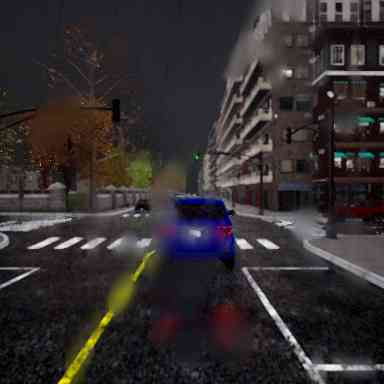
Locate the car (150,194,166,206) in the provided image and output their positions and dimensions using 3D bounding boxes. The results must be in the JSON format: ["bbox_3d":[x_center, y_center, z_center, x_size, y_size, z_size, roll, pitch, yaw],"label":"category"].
[{"bbox_3d":[-5.683,1.283,56.628,2.192,1.841,5.009,0,0,0],"label":"car"}]

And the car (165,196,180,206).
[{"bbox_3d":[-3.070,1.459,54.103,2.128,1.511,4.902,0,0,0],"label":"car"}]

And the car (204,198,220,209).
[{"bbox_3d":[2.696,1.512,45.366,1.887,1.381,4.507,0,0,0],"label":"car"}]

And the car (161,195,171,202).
[{"bbox_3d":[-5.682,1.415,73.519,1.967,1.590,4.097,0,0,0],"label":"car"}]

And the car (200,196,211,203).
[{"bbox_3d":[2.697,1.522,67.887,2.008,1.369,4.403,0,0,0],"label":"car"}]

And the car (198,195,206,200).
[{"bbox_3d":[2.698,1.533,90.408,1.887,1.381,4.507,0,0,0],"label":"car"}]

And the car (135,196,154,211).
[{"bbox_3d":[-5.685,1.535,39.736,1.947,1.339,4.313,0,0,0],"label":"car"}]

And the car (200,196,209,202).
[{"bbox_3d":[2.698,1.519,73.517,1.887,1.381,4.507,0,0,0],"label":"car"}]

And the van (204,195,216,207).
[{"bbox_3d":[2.697,1.308,50.997,1.690,1.788,3.998,0,0,0],"label":"van"}]

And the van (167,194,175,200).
[{"bbox_3d":[-5.682,1.330,90.409,1.690,1.788,3.998,0,0,0],"label":"van"}]

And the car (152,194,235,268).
[{"bbox_3d":[0.304,1.206,11.432,2.150,2.045,5.566,0,0,5],"label":"car"}]

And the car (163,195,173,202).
[{"bbox_3d":[-5.682,1.419,79.148,1.967,1.590,4.097,0,0,0],"label":"car"}]

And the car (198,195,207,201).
[{"bbox_3d":[2.698,1.533,84.778,2.008,1.369,4.403,0,0,0],"label":"car"}]

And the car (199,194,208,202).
[{"bbox_3d":[2.699,1.293,79.147,2.192,1.841,5.009,0,0,0],"label":"car"}]

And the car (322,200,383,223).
[{"bbox_3d":[13.468,1.570,27.413,5.009,1.841,2.192,1,-1,-1],"label":"car"}]

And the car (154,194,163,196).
[{"bbox_3d":[-5.684,1.493,50.828,1.752,1.417,4.829,0,0,0],"label":"car"}]

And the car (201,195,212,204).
[{"bbox_3d":[2.697,1.409,62.257,1.967,1.590,4.097,0,0,0],"label":"car"}]
